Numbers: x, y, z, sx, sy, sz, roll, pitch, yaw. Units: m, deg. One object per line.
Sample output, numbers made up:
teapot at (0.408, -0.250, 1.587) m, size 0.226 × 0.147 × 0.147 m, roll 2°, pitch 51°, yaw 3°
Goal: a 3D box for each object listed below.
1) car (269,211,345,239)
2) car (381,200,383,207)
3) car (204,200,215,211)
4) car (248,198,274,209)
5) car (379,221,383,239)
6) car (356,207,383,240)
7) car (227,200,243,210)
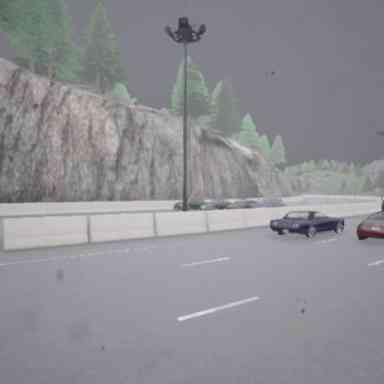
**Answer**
car at (6.312, 1.653, 17.849) m, size 4.718 × 1.301 × 1.895 m, roll 0°, pitch 0°, yaw -40°
car at (18.294, 1.321, 29.065) m, size 2.150 × 2.045 × 5.566 m, roll 0°, pitch 0°, yaw 44°
car at (2.943, 1.585, 38.739) m, size 4.902 × 1.511 × 2.128 m, roll 0°, pitch 0°, yaw -45°
car at (7.610, 1.442, 33.523) m, size 4.553 × 1.767 × 2.097 m, roll 0°, pitch 0°, yaw -45°
car at (7.951, 1.585, 10.085) m, size 5.357 × 1.411 × 2.033 m, roll 0°, pitch 0°, yaw -39°
car at (9.782, 1.619, 16.244) m, size 4.181 × 1.385 × 1.994 m, roll 0°, pitch 0°, yaw -41°
car at (5.636, 1.598, 36.487) m, size 4.892 × 1.490 × 1.837 m, roll 0°, pitch 0°, yaw -45°
